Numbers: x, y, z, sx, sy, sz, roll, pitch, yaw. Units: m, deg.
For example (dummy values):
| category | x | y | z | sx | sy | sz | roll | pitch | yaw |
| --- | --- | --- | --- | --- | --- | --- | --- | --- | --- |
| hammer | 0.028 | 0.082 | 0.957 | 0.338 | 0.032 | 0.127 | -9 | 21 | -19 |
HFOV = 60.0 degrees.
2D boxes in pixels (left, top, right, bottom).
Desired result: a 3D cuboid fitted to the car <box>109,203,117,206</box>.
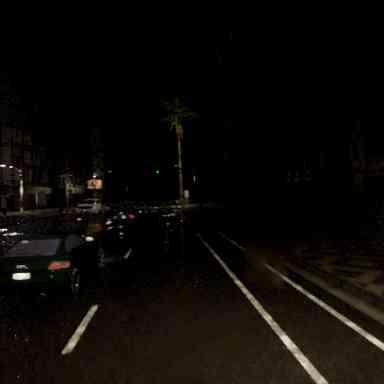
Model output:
| category | x | y | z | sx | sy | sz | roll | pitch | yaw |
| --- | --- | --- | --- | --- | --- | --- | --- | --- | --- |
| car | -9.924 | 2.132 | 44.082 | 1.812 | 1.442 | 4.674 | -2 | -1 | -4 |

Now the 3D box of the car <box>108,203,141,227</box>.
| category | x | y | z | sx | sy | sz | roll | pitch | yaw |
| --- | --- | --- | --- | --- | --- | --- | --- | --- | --- |
| car | -5.113 | 1.878 | 26.384 | 2.033 | 1.411 | 5.357 | -2 | 0 | -5 |

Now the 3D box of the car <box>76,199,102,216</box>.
| category | x | y | z | sx | sy | sz | roll | pitch | yaw |
| --- | --- | --- | --- | --- | --- | --- | --- | --- | --- |
| car | -13.074 | 1.926 | 42.571 | 2.150 | 2.045 | 5.566 | -2 | -1 | -4 |

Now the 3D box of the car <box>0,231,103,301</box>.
| category | x | y | z | sx | sy | sz | roll | pitch | yaw |
| --- | --- | --- | --- | --- | --- | --- | --- | --- | --- |
| car | -3.703 | 1.740 | 8.919 | 1.994 | 1.385 | 4.181 | -2 | 0 | -5 |
